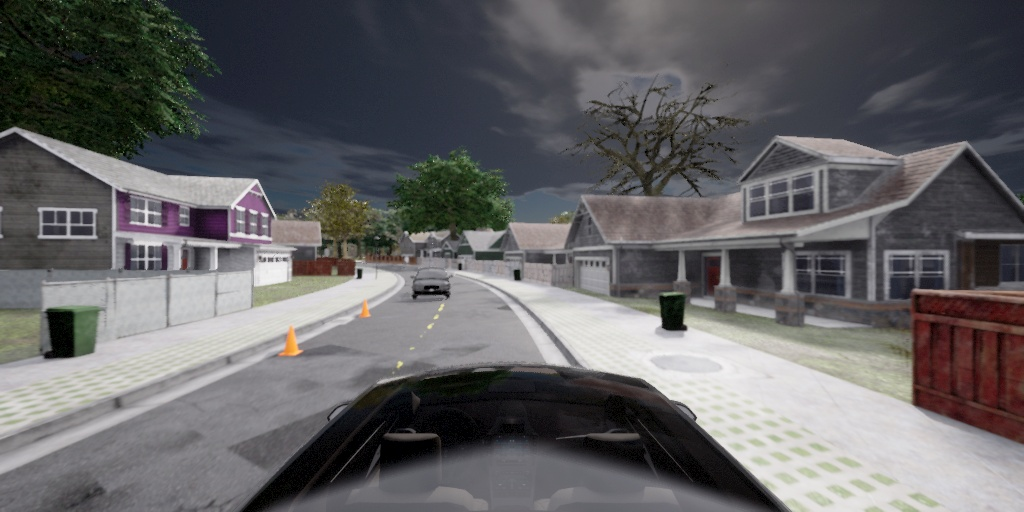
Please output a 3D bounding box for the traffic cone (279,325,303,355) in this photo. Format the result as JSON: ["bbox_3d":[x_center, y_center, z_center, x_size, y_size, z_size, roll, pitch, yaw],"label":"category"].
[{"bbox_3d":[-4.629,1.747,7.518,0.340,0.580,0.340,0,0,-4],"label":"traffic cone"}]

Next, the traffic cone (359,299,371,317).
[{"bbox_3d":[-5.072,1.778,12.382,0.340,0.580,0.340,0,0,-7],"label":"traffic cone"}]

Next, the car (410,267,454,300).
[{"bbox_3d":[-4.220,1.368,18.937,1.837,1.490,4.892,0,-1,-12],"label":"car"}]
